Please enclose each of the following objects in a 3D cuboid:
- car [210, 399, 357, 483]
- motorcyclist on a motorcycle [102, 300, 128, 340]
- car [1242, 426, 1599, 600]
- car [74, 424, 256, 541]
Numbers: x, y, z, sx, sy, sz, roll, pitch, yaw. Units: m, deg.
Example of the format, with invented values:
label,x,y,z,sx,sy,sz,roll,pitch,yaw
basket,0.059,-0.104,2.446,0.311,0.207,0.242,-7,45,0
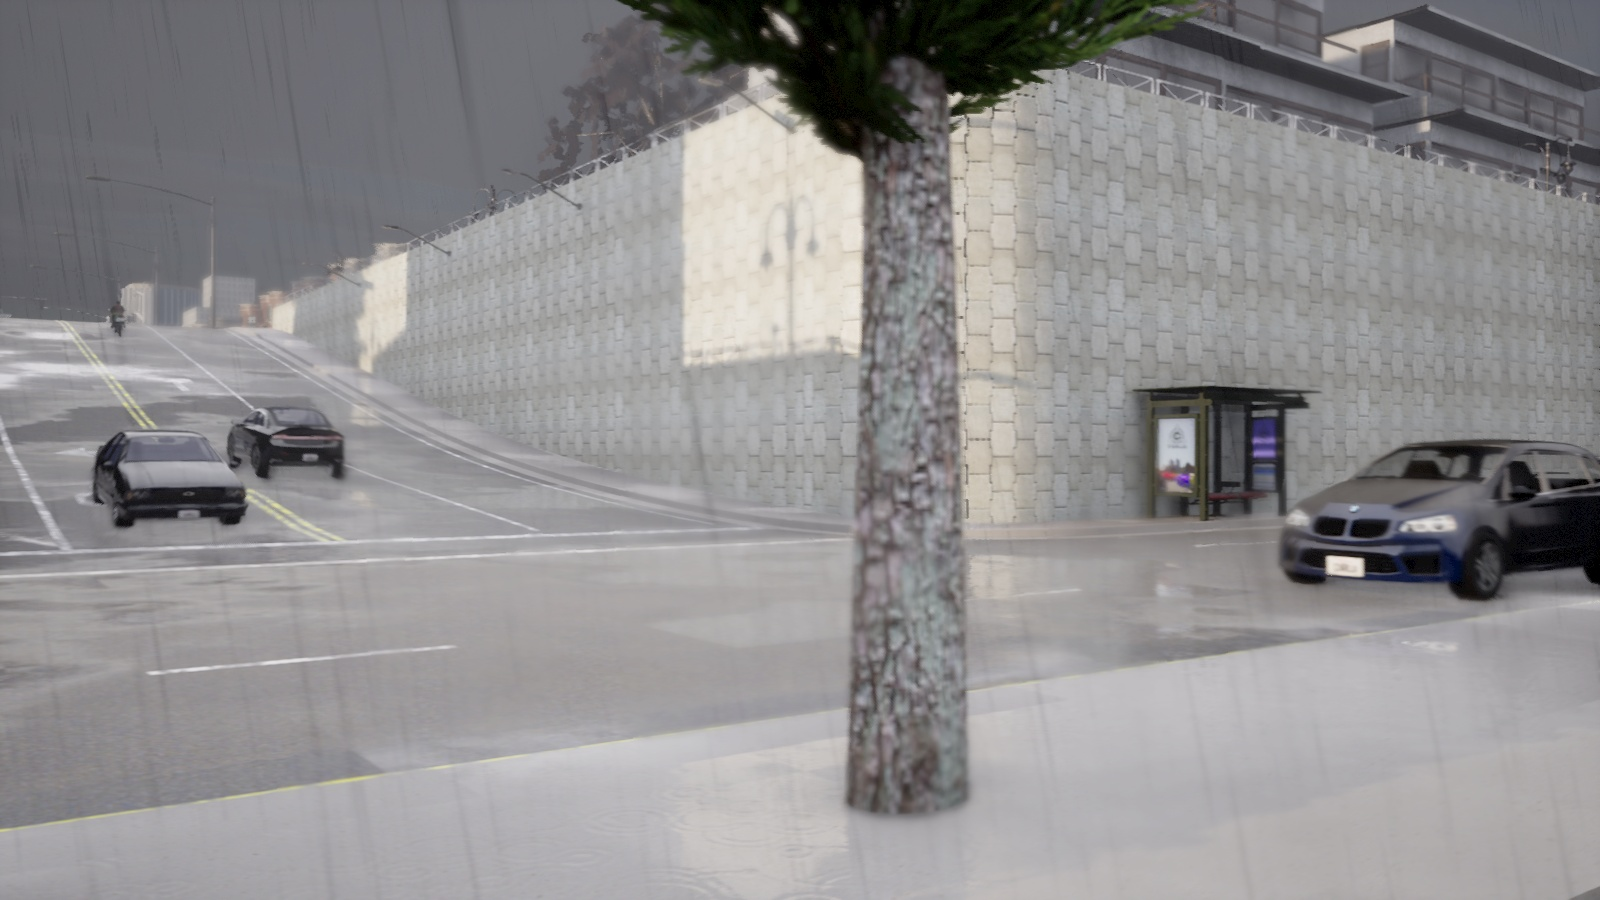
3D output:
label,x,y,z,sx,sy,sz,roll,pitch,yaw
car,-12.146,-0.259,29.314,2.128,1.511,4.902,1,4,-35
motorcyclist on a motorcycle,-30.294,-5.741,55.520,0.797,1.523,2.044,0,11,-35
car,7.433,0.608,14.316,4.611,1.667,2.242,0,0,-35
car,-10.938,0.432,21.403,2.033,1.411,5.357,0,5,-35
